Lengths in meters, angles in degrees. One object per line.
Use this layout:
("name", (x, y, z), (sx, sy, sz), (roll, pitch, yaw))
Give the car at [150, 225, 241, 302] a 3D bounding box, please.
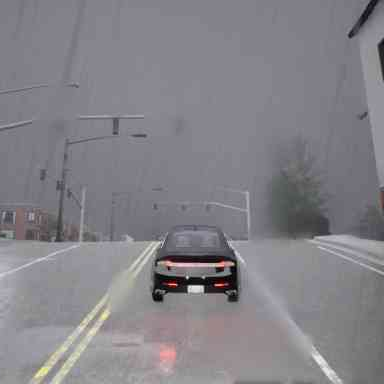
("car", (0.088, 1.595, 8.524), (2.128, 1.511, 4.902), (0, -1, 0))
